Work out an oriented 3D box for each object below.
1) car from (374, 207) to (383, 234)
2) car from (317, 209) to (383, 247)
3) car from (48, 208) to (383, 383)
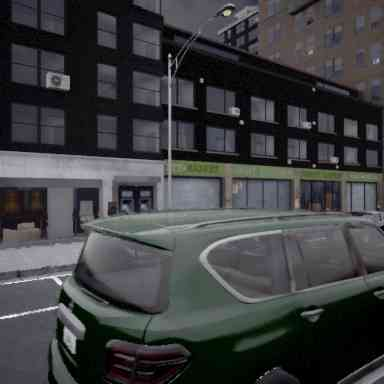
[{"bbox_3d":[12.304,1.525,18.674,4.829,1.417,1.752,0,0,-36],"label":"car"},{"bbox_3d":[8.036,1.566,15.630,4.313,1.339,1.947,0,0,-36],"label":"car"},{"bbox_3d":[1.225,1.223,4.155,5.566,2.045,2.150,0,0,-36],"label":"car"}]
